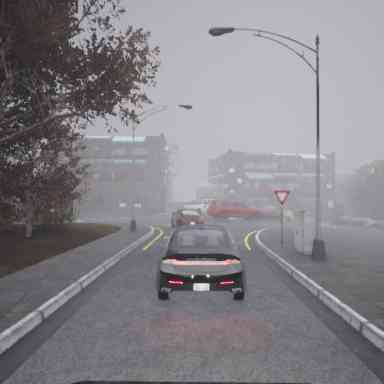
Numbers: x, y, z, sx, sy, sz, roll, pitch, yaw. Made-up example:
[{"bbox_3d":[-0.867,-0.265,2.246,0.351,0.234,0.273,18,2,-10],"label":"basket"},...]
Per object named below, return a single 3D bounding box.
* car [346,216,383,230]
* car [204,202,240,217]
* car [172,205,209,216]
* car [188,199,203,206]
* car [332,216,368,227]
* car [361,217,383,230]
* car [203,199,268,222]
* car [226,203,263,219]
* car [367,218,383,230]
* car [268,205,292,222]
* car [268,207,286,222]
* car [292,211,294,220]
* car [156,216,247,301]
[{"bbox_3d":[24.431,4.323,46.791,2.002,1.452,4.674,7,-3,-31],"label":"car"},{"bbox_3d":[3.773,2.220,42.653,2.185,1.767,4.553,4,-3,-32],"label":"car"},{"bbox_3d":[-0.363,1.901,23.845,1.812,1.442,4.674,0,-1,-10],"label":"car"},{"bbox_3d":[0.908,1.935,41.995,2.435,2.045,5.566,1,-2,-31],"label":"car"},{"bbox_3d":[21.473,4.040,46.208,2.002,1.452,4.674,6,-3,-31],"label":"car"},{"bbox_3d":[27.297,4.561,47.514,1.946,1.575,5.366,6,-3,-31],"label":"car"},{"bbox_3d":[4.346,1.877,33.492,5.566,2.045,2.150,3,-1,-11],"label":"car"},{"bbox_3d":[6.734,2.463,43.221,2.185,1.767,4.553,6,-3,-32],"label":"car"},{"bbox_3d":[25.111,4.190,41.598,4.892,1.490,1.837,5,-2,-11],"label":"car"},{"bbox_3d":[9.718,2.624,43.849,2.435,2.045,5.566,7,-3,-32],"label":"car"},{"bbox_3d":[7.845,2.638,38.126,4.718,1.301,1.895,5,-2,-12],"label":"car"},{"bbox_3d":[12.535,3.152,44.618,1.946,1.575,5.366,6,-3,-31],"label":"car"},{"bbox_3d":[0.215,1.581,8.551,2.128,1.511,4.902,0,-1,1],"label":"car"}]
